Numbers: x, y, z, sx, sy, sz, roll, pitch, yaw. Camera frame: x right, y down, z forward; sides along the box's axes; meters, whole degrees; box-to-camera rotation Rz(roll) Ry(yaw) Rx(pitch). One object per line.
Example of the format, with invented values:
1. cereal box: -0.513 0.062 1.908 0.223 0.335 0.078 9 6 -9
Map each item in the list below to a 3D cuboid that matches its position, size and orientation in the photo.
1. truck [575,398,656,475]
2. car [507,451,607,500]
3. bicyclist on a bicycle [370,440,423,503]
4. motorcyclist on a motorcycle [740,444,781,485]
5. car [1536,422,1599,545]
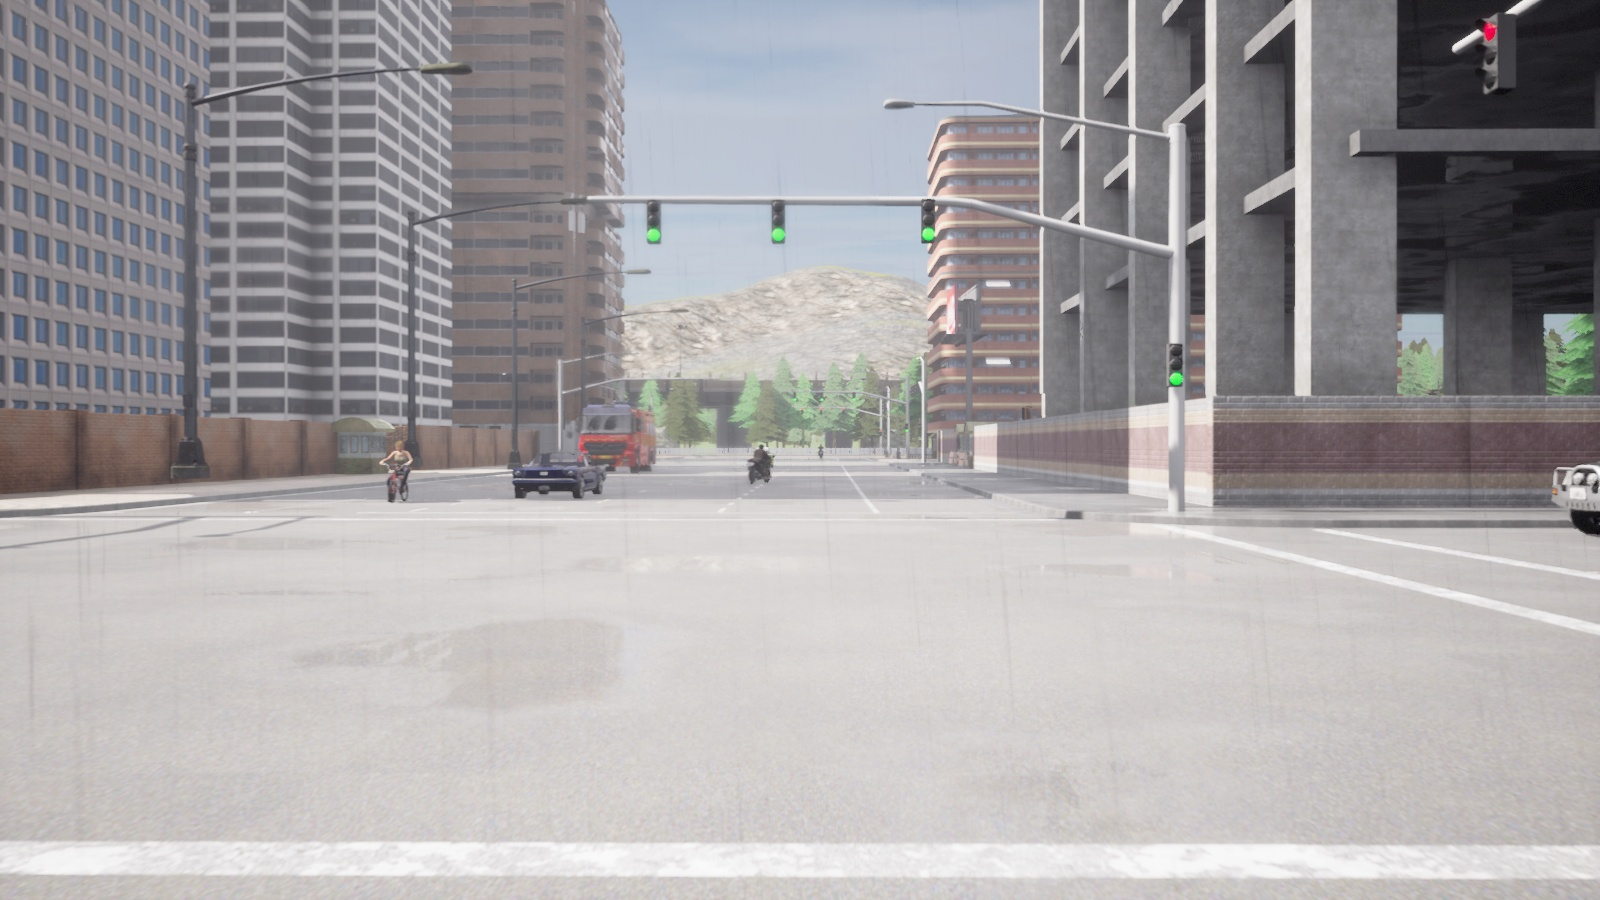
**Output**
1. truck: -9.757 -0.699 67.369 2.891 3.827 8.468 0 0 1
2. car: -6.919 0.694 36.284 1.895 1.301 4.718 0 0 1
3. bicyclist on a bicycle: -10.483 0.541 32.686 0.866 1.612 1.509 0 0 1
4. motorcyclist on a motorcycle: -1.488 0.535 47.672 0.797 1.523 2.044 0 0 21
5. car: 14.379 0.497 19.631 4.605 1.855 1.932 0 0 1
